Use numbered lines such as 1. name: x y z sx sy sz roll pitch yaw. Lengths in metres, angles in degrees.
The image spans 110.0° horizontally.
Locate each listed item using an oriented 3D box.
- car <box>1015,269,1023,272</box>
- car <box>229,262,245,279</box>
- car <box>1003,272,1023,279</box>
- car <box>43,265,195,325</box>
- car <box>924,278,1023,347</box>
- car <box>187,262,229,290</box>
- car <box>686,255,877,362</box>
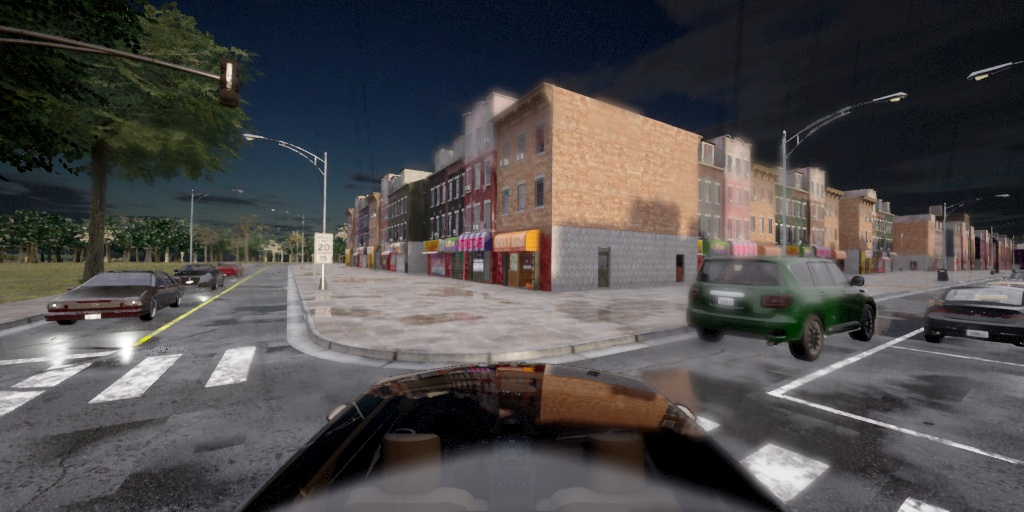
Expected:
1. car: 25.690 1.417 17.577 4.097 1.591 1.967 0 0 -32
2. car: -23.635 1.182 29.854 1.895 1.301 4.718 1 -1 -32
3. car: 16.249 1.392 11.593 4.829 1.417 1.751 0 0 -32
4. car: -12.167 1.157 11.470 2.033 1.411 5.357 1 0 -32
5. car: 11.313 1.365 8.464 4.403 1.370 2.007 0 0 -32
6. car: -17.449 1.147 19.930 1.994 1.385 4.181 1 -1 -32
7. car: 6.510 1.017 8.551 5.566 2.045 2.150 1 -1 -32
